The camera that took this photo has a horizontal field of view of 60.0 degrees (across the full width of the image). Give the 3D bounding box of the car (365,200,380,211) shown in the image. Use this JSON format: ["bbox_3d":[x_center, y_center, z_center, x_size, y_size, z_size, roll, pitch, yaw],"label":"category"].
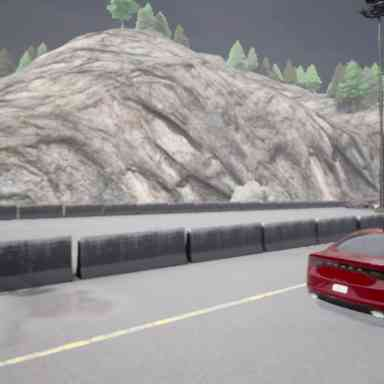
[{"bbox_3d":[26.006,1.755,44.949,4.902,1.511,2.128,1,0,-36],"label":"car"}]

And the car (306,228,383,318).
[{"bbox_3d":[4.523,1.521,7.160,5.008,1.535,1.882,1,0,-36],"label":"car"}]

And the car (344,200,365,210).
[{"bbox_3d":[23.647,1.809,47.566,4.181,1.385,1.994,1,0,-36],"label":"car"}]
